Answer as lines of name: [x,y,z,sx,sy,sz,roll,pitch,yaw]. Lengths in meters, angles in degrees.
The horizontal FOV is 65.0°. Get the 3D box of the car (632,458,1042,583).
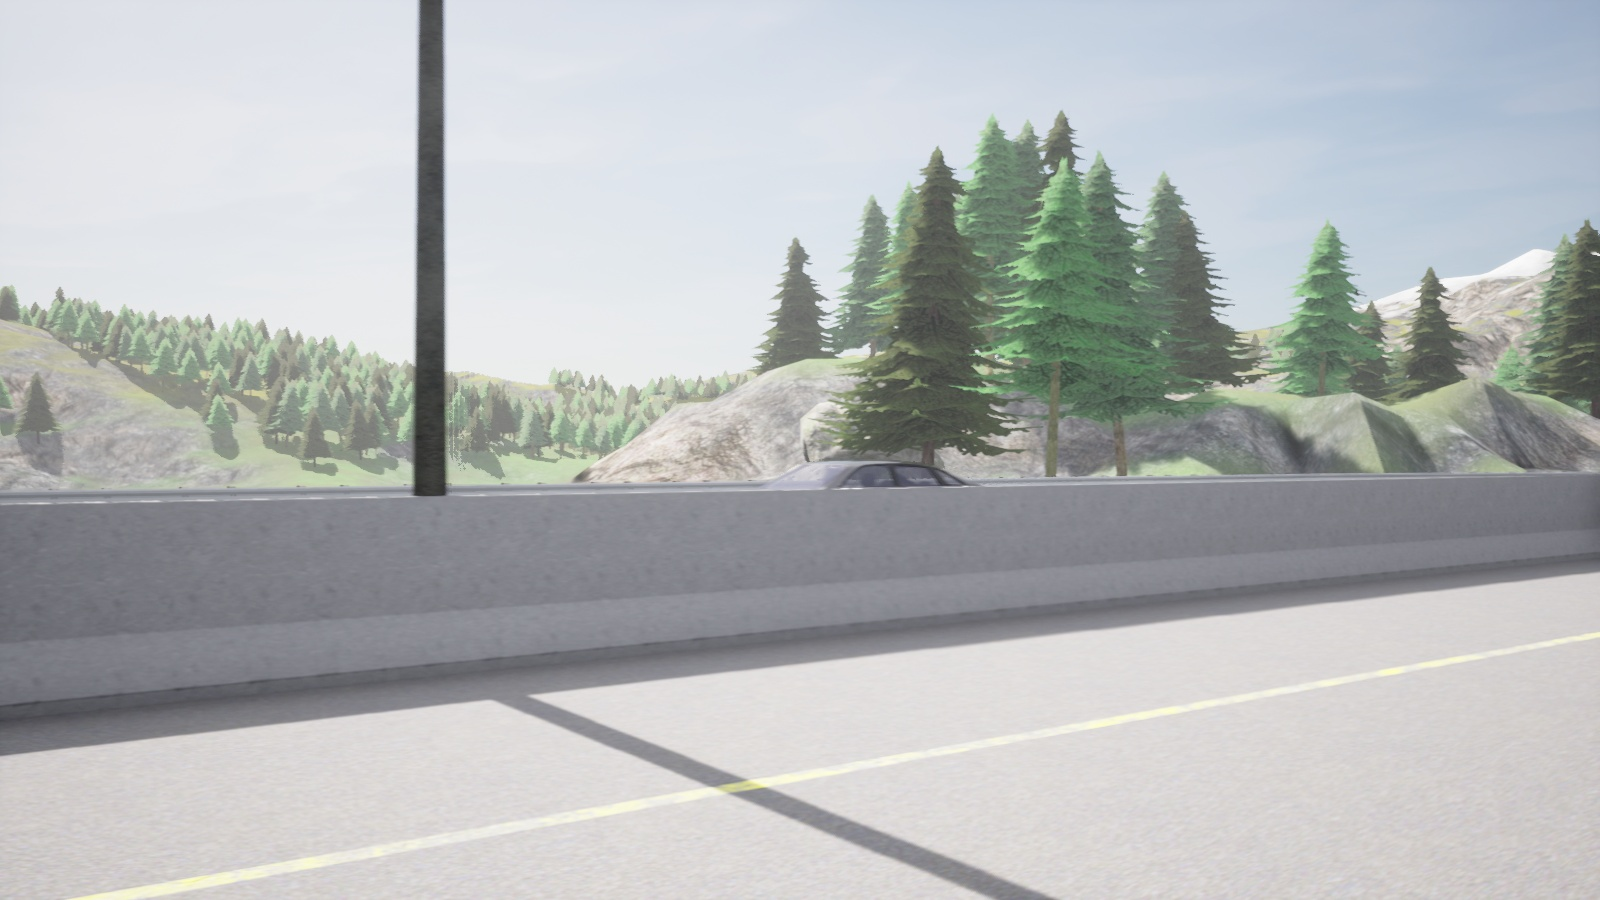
car: [0.612,0.832,16.884,5.357,1.411,2.033,0,0,-35]
